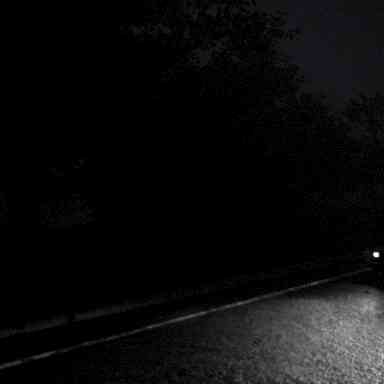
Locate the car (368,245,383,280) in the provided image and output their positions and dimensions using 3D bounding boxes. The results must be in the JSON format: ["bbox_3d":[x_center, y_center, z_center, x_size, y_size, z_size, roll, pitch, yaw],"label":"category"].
[{"bbox_3d":[6.630,1.595,8.721,4.718,1.301,1.895,0,0,-36],"label":"car"}]
